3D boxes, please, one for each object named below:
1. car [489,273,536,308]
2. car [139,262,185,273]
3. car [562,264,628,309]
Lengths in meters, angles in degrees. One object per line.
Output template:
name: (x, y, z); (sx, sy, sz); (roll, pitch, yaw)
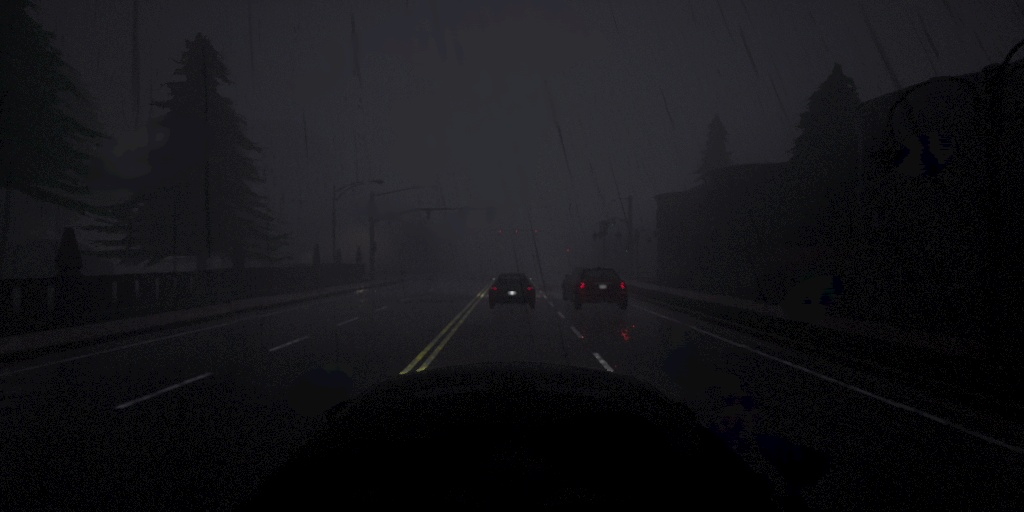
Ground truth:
car: (0.012, 1.449, 16.175); (1.994, 1.385, 4.181); (0, 0, 0)
car: (-45.051, 1.635, 45.405); (5.008, 1.535, 1.882); (0, -1, 0)
car: (3.507, 1.233, 15.933); (2.097, 1.767, 4.553); (0, -1, 0)
